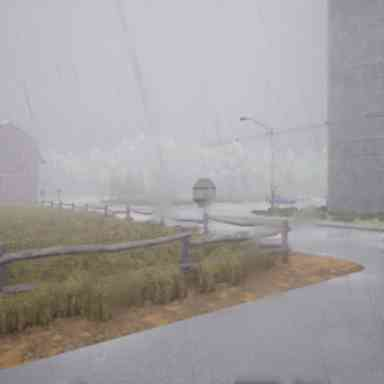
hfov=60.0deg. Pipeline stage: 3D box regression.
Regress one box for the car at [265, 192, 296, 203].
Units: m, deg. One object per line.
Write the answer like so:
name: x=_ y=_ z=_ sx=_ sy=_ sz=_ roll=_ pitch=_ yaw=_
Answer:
car: x=15.172 y=1.260 z=55.792 sx=2.242 sy=1.667 sz=4.611 roll=0 pitch=0 yaw=-36

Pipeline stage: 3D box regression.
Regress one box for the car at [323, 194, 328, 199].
car: x=36.721 y=1.121 z=88.165 sx=1.784 sy=1.438 sz=3.905 roll=0 pitch=0 yaw=-36

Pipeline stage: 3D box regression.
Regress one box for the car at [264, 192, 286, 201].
car: x=18.673 y=1.022 z=74.762 sx=1.932 sy=1.855 sz=4.605 roll=0 pitch=0 yaw=-36
